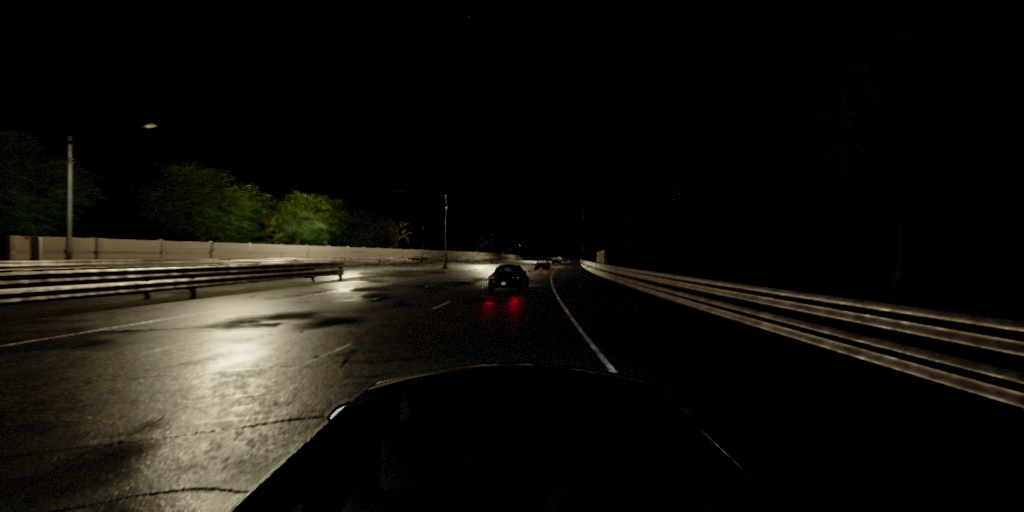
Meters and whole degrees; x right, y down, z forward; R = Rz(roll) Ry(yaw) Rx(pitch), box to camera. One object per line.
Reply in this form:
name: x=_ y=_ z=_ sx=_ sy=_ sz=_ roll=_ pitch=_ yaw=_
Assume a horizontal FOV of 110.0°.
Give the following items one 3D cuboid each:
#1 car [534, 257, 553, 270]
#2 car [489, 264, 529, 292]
car: x=4.210 y=1.190 z=48.925 sx=1.895 sy=1.301 sz=4.718 roll=1 pitch=0 yaw=9
car: x=-0.127 y=1.202 z=20.463 sx=1.812 sy=1.442 sz=4.674 roll=0 pitch=0 yaw=8
